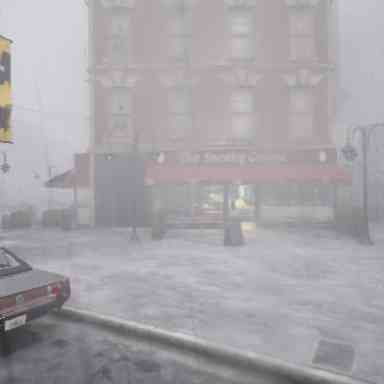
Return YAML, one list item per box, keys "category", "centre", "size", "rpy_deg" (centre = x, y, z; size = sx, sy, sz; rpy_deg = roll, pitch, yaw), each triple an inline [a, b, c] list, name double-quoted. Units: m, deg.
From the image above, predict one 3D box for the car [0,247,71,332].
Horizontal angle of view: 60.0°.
- category: "car"
  centre: [-4.482, 1.628, 5.963]
  size: [4.718, 1.301, 1.895]
  rpy_deg: [0, 0, 30]
